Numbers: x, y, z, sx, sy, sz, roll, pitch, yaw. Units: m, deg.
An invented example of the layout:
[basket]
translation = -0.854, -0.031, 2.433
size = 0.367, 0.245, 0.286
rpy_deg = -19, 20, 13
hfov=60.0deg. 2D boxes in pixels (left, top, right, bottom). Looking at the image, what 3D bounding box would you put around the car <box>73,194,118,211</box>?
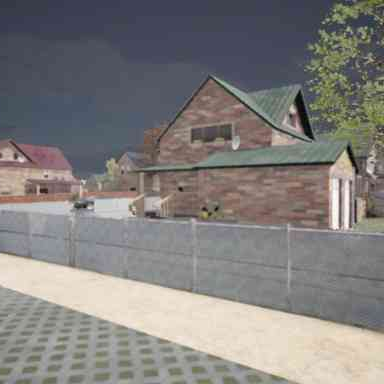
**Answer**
[car]
translation = -10.068, 1.044, 35.056
size = 1.882, 1.535, 5.008
rpy_deg = 1, 2, 35
